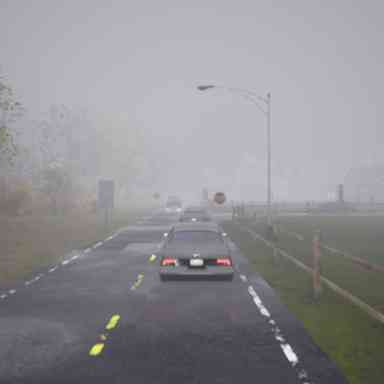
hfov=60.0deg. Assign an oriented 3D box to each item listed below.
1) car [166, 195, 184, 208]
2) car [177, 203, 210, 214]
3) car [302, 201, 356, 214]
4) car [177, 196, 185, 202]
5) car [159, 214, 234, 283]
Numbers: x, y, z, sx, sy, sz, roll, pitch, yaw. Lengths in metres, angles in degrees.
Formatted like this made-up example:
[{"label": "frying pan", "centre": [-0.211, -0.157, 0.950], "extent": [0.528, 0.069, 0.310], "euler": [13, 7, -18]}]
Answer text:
[{"label": "car", "centre": [-2.834, 1.439, 52.834], "extent": [2.150, 2.045, 5.566], "euler": [0, 0, 0]}, {"label": "car", "centre": [0.272, 1.667, 22.262], "extent": [1.994, 1.385, 4.181], "euler": [0, 0, 4]}, {"label": "car", "centre": [14.807, 1.650, 35.973], "extent": [5.357, 1.411, 2.033], "euler": [0, -1, -1]}, {"label": "car", "centre": [-2.747, 1.688, 82.982], "extent": [1.837, 1.490, 4.892], "euler": [0, 0, 0]}, {"label": "car", "centre": [0.099, 1.595, 9.792], "extent": [2.033, 1.411, 5.357], "euler": [0, 0, 0]}]
